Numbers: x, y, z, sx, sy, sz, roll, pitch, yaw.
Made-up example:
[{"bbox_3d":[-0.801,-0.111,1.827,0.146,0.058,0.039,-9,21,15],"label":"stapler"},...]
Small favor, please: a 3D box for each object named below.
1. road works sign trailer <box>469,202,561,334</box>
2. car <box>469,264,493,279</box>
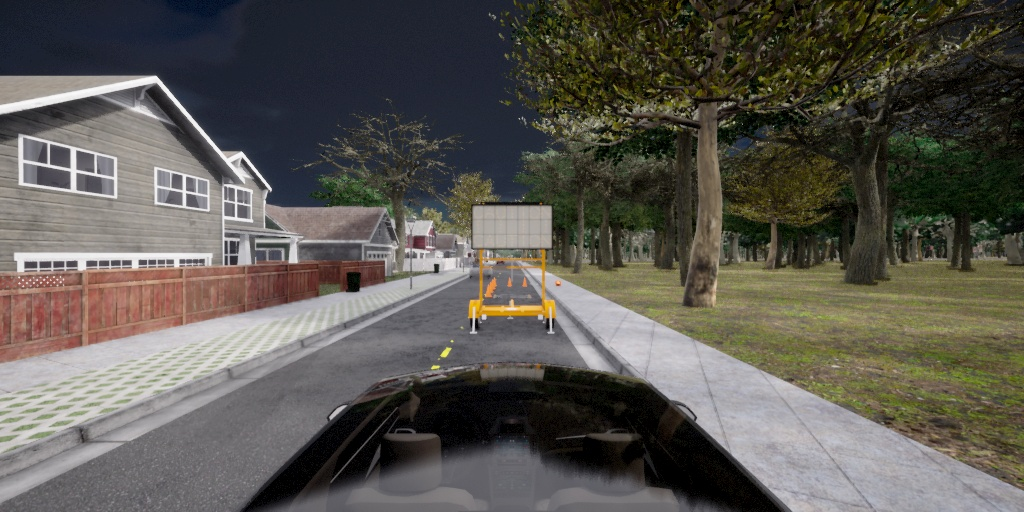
[{"bbox_3d":[0.008,0.214,10.633,2.380,3.560,2.880,0,0,0],"label":"road works sign trailer"},{"bbox_3d":[-2.832,1.355,31.027,1.895,1.301,4.718,0,0,0],"label":"car"}]
